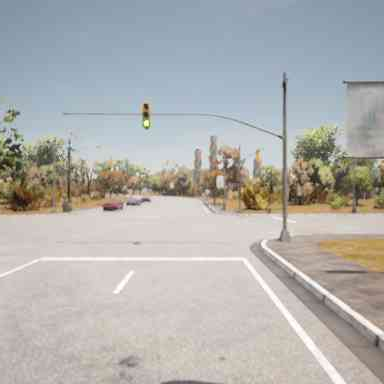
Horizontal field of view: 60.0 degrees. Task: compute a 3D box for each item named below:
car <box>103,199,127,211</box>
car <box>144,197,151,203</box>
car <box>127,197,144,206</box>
[{"bbox_3d":[-10.457,1.681,44.319,1.882,1.535,5.008,0,0,0],"label":"car"},{"bbox_3d":[-10.296,1.682,74.588,1.895,1.301,4.718,0,1,0],"label":"car"},{"bbox_3d":[-10.389,1.783,58.885,2.033,1.411,5.357,0,0,1],"label":"car"}]
